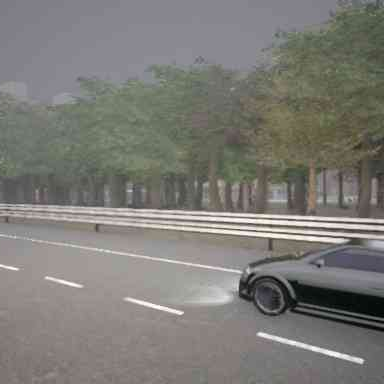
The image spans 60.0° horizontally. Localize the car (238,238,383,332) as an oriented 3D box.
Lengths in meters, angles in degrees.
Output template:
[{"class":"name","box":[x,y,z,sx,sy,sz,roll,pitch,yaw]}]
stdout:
[{"class":"car","box":[2.969,1.568,6.067,4.181,1.385,1.994,0,0,35]}]
